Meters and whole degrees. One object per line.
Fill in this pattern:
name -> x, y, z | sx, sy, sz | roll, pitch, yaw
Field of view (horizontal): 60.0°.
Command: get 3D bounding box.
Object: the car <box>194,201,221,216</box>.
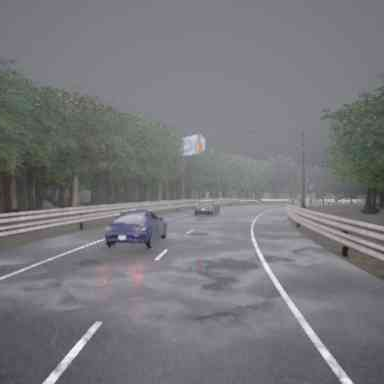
car -> 1.626, 1.629, 33.597 | 1.994, 1.385, 4.181 | 0, 0, 16

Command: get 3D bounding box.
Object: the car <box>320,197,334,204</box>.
car -> 32.317, 2.071, 79.582 | 2.097, 1.767, 4.553 | 0, -1, 42

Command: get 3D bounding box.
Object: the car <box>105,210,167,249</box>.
car -> -2.322, 1.524, 14.602 | 1.812, 1.442, 4.674 | 0, 0, 7
